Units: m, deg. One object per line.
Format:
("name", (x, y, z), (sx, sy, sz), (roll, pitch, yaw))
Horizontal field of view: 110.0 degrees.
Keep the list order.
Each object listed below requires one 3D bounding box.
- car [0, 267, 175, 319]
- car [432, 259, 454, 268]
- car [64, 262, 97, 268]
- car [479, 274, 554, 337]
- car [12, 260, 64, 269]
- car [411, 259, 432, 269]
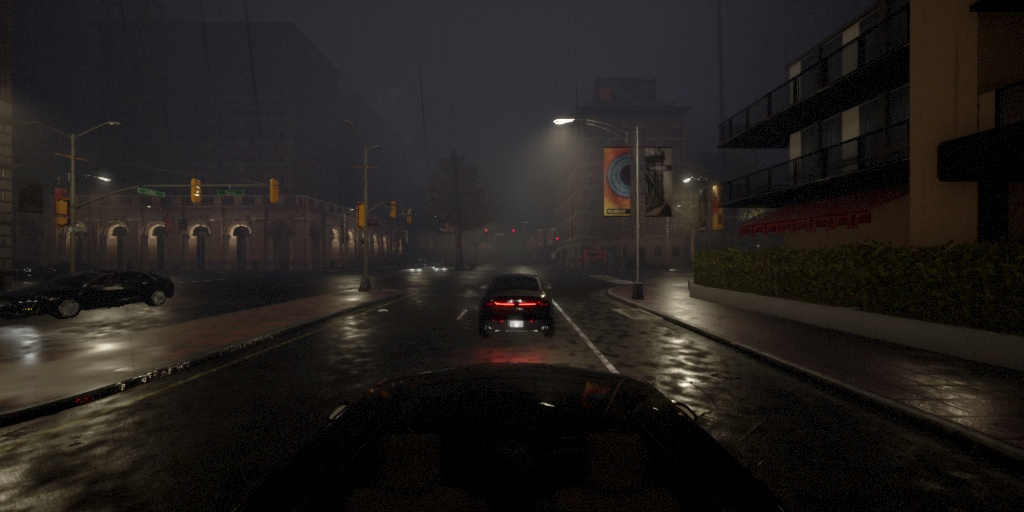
("car", (-14.951, 1.266, 12.856), (1.837, 1.490, 4.892), (0, 0, 0))
("car", (-11.302, 1.314, 58.747), (1.994, 1.385, 4.181), (0, 0, 0))
("car", (-39.190, 1.275, 32.423), (4.674, 1.442, 1.812), (0, 0, 0))
("car", (0.117, 1.255, 10.339), (1.837, 1.490, 4.892), (0, 0, 0))
("car", (-39.901, 1.101, 28.926), (4.553, 1.767, 2.097), (0, 0, 0))
("car", (-14.808, 1.241, 57.978), (2.128, 1.511, 4.902), (0, 0, 0))
